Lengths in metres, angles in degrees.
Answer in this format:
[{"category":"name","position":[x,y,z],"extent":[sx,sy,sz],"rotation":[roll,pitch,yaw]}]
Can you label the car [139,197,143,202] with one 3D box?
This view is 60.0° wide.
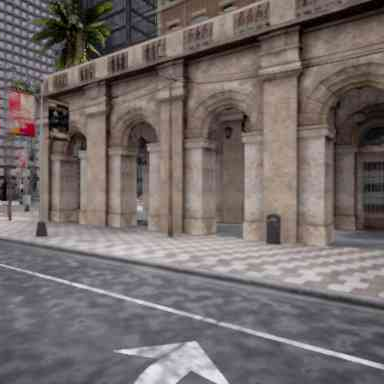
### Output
[{"category":"car","position":[-9.850,1.283,75.275],"extent":[2.185,1.767,4.553],"rotation":[0,0,35]}]
